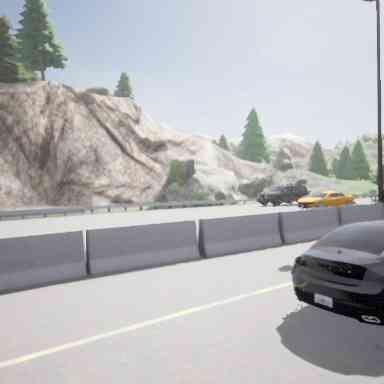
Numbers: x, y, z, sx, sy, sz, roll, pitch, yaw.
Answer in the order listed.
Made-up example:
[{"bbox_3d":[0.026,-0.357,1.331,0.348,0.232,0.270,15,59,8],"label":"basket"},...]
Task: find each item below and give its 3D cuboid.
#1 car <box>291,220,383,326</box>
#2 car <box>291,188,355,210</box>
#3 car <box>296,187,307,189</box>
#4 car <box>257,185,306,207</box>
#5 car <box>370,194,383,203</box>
[{"bbox_3d":[3.974,1.279,6.251,4.892,1.490,1.837,-2,1,-33],"label":"car"},{"bbox_3d":[10.608,0.680,26.310,5.008,1.535,1.882,-2,1,-26],"label":"car"},{"bbox_3d":[12.536,0.534,31.129,5.008,1.535,1.882,-2,1,-25],"label":"car"},{"bbox_3d":[9.259,0.317,33.456,5.566,2.045,2.150,-2,1,-26],"label":"car"},{"bbox_3d":[15.394,0.600,24.739,4.902,1.511,2.128,-2,1,-25],"label":"car"}]
